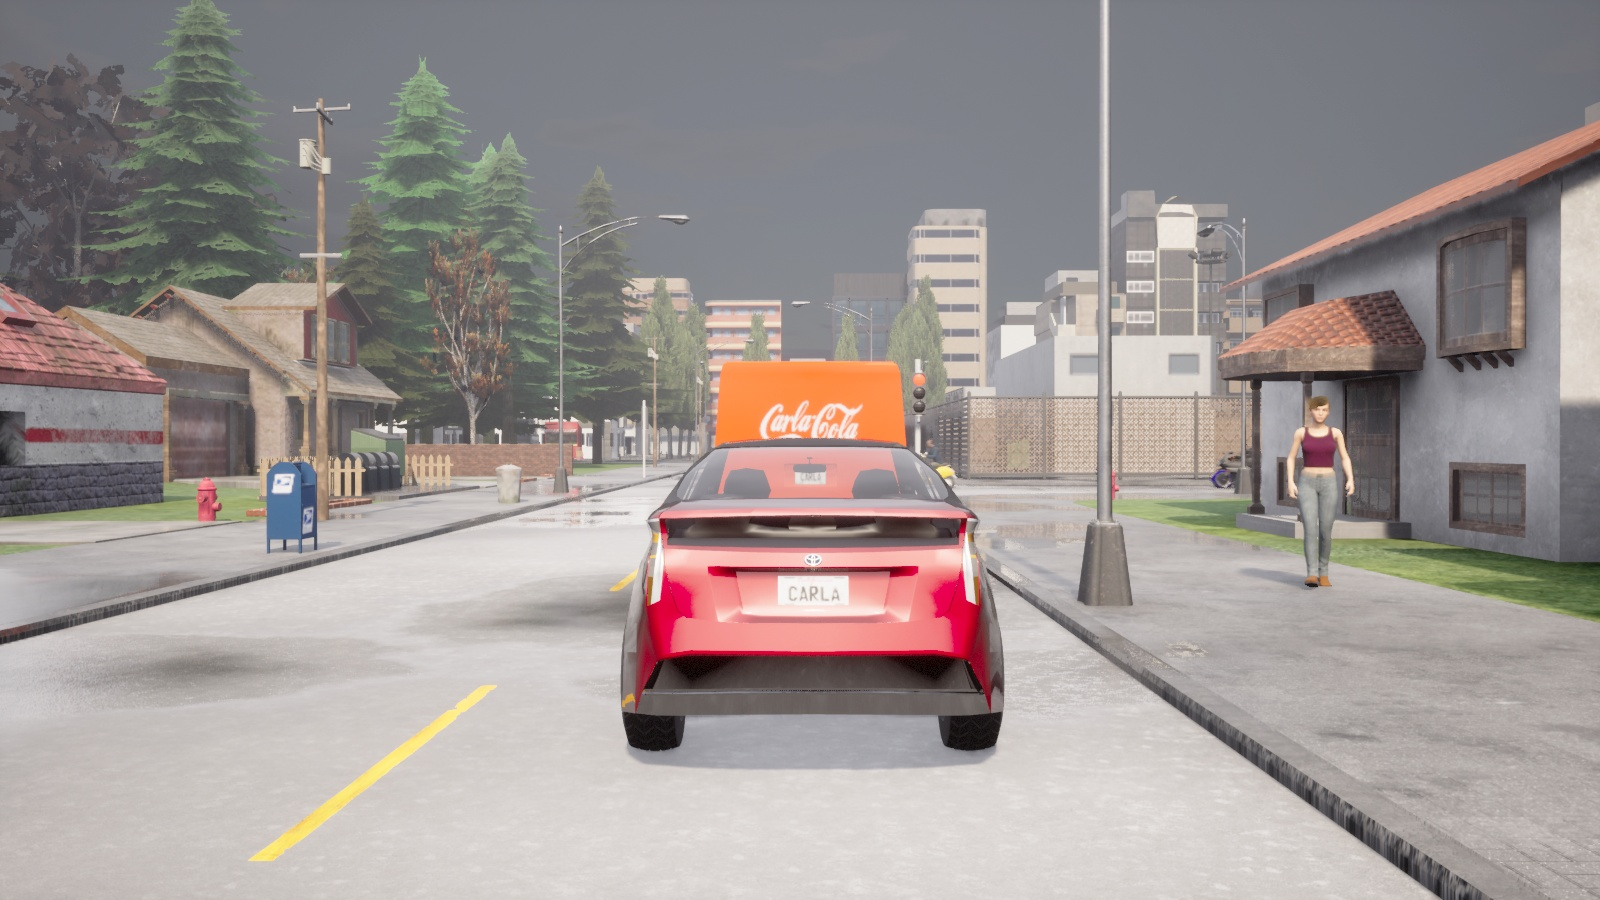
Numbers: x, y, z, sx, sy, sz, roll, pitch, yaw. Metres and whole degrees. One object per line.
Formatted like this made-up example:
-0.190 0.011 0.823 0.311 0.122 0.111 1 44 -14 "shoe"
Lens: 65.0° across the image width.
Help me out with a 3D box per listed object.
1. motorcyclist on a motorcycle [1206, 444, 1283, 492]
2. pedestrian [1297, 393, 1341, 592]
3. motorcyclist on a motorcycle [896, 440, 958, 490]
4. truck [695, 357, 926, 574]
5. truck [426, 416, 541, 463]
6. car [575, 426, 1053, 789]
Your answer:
14.402 0.563 40.733 2.191 1.530 0.866 0 0 0 "motorcyclist on a motorcycle"
4.936 0.393 11.968 0.345 1.836 0.594 0 0 19 "pedestrian"
4.100 0.475 40.481 1.817 1.590 0.866 0 1 -9 "motorcyclist on a motorcycle"
0.118 0.164 16.898 2.627 2.467 5.204 0 0 0 "truck"
-23.756 -0.788 94.488 7.936 3.462 2.891 0 0 2 "truck"
0.061 0.651 7.533 2.007 1.525 4.514 0 0 0 "car"
